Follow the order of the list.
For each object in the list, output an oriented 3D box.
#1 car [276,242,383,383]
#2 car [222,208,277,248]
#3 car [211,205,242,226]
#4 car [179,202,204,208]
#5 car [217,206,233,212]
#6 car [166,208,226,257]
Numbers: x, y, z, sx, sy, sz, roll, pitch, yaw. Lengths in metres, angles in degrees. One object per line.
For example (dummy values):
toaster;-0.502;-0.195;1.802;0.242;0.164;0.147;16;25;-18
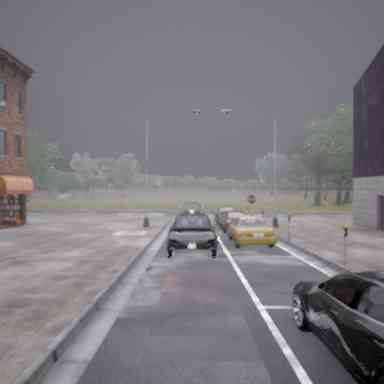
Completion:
car;2.620;1.607;4.135;1.947;1.339;4.313;-1;-1;0
car;2.613;1.673;15.369;1.752;1.417;4.829;-1;-1;0
car;2.607;1.802;26.264;2.008;1.369;4.403;-1;-1;0
car;-0.025;1.621;28.193;2.097;1.767;4.553;0;-1;-1
car;2.611;1.780;20.732;1.802;1.307;4.206;-1;-1;0
car;0.015;1.622;13.511;2.128;1.511;4.902;0;0;0
